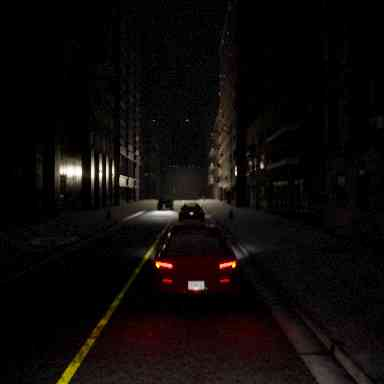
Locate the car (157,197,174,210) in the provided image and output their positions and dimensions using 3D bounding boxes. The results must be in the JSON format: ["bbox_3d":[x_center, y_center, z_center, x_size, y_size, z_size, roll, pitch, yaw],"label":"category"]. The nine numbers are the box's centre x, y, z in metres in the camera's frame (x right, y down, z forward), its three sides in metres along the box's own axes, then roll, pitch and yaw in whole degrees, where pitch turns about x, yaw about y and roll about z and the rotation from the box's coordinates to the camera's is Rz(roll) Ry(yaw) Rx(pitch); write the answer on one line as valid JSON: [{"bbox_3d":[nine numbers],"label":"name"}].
[{"bbox_3d":[-3.231,1.429,41.026,2.128,1.511,4.902,0,0,0],"label":"car"}]

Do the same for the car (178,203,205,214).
[{"bbox_3d":[-0.036,1.524,26.050,1.994,1.385,4.181,0,0,0],"label":"car"}]

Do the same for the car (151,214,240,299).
[{"bbox_3d":[0.058,1.513,8.291,1.812,1.442,4.674,0,0,0],"label":"car"}]
